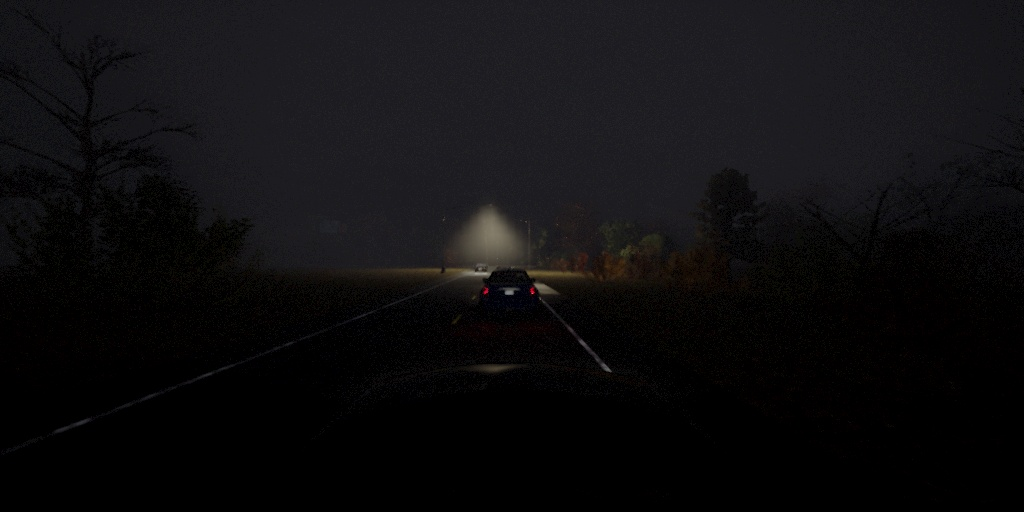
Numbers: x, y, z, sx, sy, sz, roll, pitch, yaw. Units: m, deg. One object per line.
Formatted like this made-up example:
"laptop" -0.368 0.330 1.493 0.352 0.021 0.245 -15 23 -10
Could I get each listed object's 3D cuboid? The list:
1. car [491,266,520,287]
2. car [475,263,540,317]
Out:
"car" -0.533 1.591 29.139 2.128 1.511 4.902 0 -1 -1
"car" -0.113 1.262 14.044 2.097 1.767 4.553 0 -1 -1
